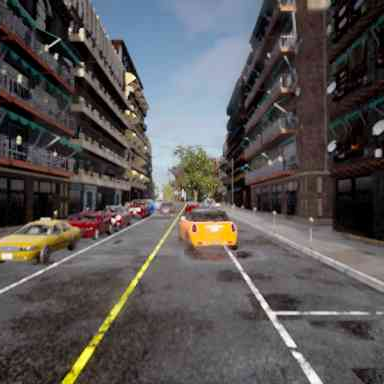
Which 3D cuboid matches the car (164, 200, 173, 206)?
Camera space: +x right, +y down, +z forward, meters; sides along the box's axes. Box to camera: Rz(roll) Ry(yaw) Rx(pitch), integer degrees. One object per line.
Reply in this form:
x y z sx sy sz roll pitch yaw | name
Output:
-5.649 2.586 80.730 2.008 1.369 4.403 1 -1 0 | car

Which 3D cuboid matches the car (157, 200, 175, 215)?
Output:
-3.083 2.051 41.499 1.812 1.442 4.674 0 -1 0 | car

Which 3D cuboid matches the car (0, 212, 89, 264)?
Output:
-5.675 1.685 12.627 1.752 1.417 4.829 1 -1 0 | car

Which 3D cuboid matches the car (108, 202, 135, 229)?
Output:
-5.668 1.745 24.120 1.967 1.590 4.097 1 -1 0 | car

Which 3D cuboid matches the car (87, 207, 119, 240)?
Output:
-5.672 1.778 18.456 1.887 1.381 4.507 1 -1 0 | car

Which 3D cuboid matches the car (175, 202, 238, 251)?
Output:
0.606 1.546 15.348 2.097 1.767 4.553 0 -1 -8 | car

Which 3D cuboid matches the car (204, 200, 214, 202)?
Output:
2.721 2.065 41.060 1.887 1.381 4.507 1 -1 0 | car

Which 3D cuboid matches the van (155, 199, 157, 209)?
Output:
-5.660 1.862 41.104 1.690 1.788 3.998 1 -1 0 | van

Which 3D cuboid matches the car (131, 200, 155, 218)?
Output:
-5.662 1.763 35.444 2.192 1.841 5.009 1 -1 0 | car

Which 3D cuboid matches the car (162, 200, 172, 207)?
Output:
-5.651 2.526 75.069 1.947 1.339 4.313 1 -1 0 | car

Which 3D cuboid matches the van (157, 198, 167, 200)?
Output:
-5.654 2.080 58.088 1.690 1.788 3.998 1 -1 0 | van

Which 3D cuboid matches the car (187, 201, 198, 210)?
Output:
0.120 2.267 58.354 1.812 1.442 4.674 0 -1 0 | car

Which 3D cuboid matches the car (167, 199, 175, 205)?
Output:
-5.737 2.737 92.048 2.008 1.369 4.403 1 -1 0 | car
